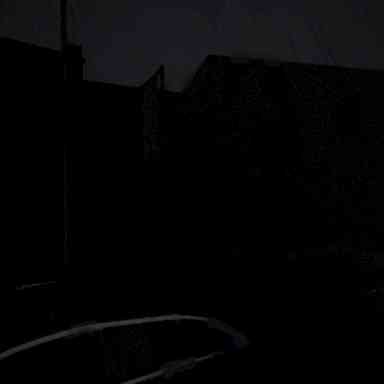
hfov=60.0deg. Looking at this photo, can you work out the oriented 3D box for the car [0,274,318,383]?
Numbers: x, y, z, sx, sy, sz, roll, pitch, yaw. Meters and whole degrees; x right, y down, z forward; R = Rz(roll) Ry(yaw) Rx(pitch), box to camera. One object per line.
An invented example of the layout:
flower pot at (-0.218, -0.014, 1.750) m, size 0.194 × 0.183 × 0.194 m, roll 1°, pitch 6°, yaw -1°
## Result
car at (-1.190, 1.506, 2.451) m, size 4.902 × 1.511 × 2.128 m, roll 1°, pitch -1°, yaw -31°
